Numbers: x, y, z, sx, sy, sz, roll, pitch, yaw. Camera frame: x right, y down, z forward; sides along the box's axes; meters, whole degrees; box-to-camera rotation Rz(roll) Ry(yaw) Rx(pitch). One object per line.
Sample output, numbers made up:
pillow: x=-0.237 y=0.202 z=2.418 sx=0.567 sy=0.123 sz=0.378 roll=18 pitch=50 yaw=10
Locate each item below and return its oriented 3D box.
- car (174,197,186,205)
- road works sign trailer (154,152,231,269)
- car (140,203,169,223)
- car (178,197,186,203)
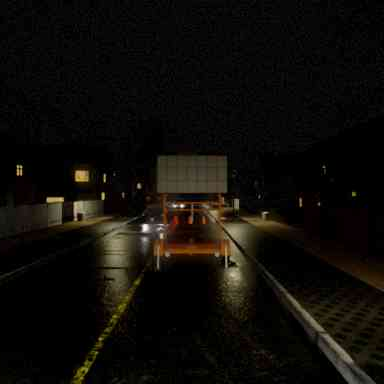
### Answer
car: x=-2.700 y=1.910 z=66.758 sx=1.895 sy=1.301 sz=4.718 roll=0 pitch=0 yaw=1
road works sign trailer: x=0.012 y=0.473 z=11.114 sx=2.380 sy=3.560 sz=2.880 roll=0 pitch=0 yaw=0
car: x=-2.822 y=1.602 z=26.392 sx=2.033 sy=1.411 sz=5.357 roll=0 pitch=0 yaw=0
car: x=-2.660 y=2.107 z=89.788 sx=1.994 sy=1.385 sz=4.181 roll=0 pitch=-1 yaw=0
